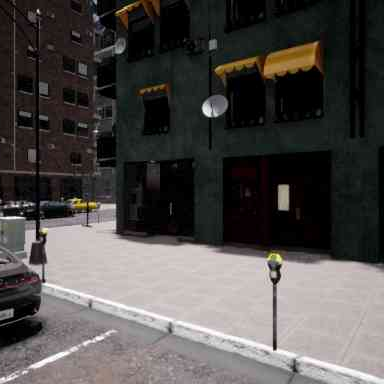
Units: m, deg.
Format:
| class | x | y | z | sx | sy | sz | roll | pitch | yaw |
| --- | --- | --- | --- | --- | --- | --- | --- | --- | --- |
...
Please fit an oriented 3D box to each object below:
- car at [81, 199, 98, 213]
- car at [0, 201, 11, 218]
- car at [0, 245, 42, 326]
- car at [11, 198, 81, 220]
| class | x | y | z | sx | sy | sz | roll | pitch | yaw |
| --- | --- | --- | --- | --- | --- | --- | --- | --- | --- |
| car | -10.933 | 1.250 | 30.537 | 1.752 | 1.417 | 4.829 | 1 | 1 | 35 |
| car | -14.029 | 1.350 | 26.116 | 2.008 | 1.369 | 4.403 | 1 | 1 | 35 |
| car | -4.496 | 1.551 | 6.092 | 4.403 | 1.369 | 2.008 | 0 | 0 | 36 |
| car | -11.179 | 1.345 | 25.690 | 1.994 | 1.385 | 4.181 | 0 | 1 | 35 |
